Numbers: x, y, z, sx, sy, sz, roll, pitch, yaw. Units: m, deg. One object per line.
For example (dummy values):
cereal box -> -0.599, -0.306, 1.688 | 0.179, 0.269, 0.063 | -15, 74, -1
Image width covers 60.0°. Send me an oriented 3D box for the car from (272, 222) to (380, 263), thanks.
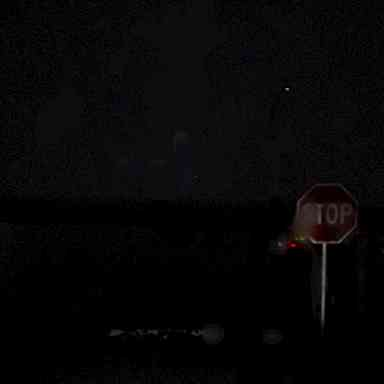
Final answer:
car -> 5.330, 1.779, 13.187 | 4.674, 1.442, 1.812 | 1, 2, -27
